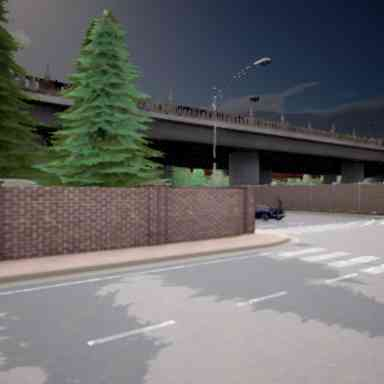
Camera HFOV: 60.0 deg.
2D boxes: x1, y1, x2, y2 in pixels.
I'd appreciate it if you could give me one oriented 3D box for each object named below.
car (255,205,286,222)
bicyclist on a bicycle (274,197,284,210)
[{"bbox_3d":[5.553,1.719,27.934,1.895,1.301,4.718,0,0,-35],"label":"car"},{"bbox_3d":[10.481,1.453,40.035,1.656,1.620,0.582,0,0,-35],"label":"bicyclist on a bicycle"}]
